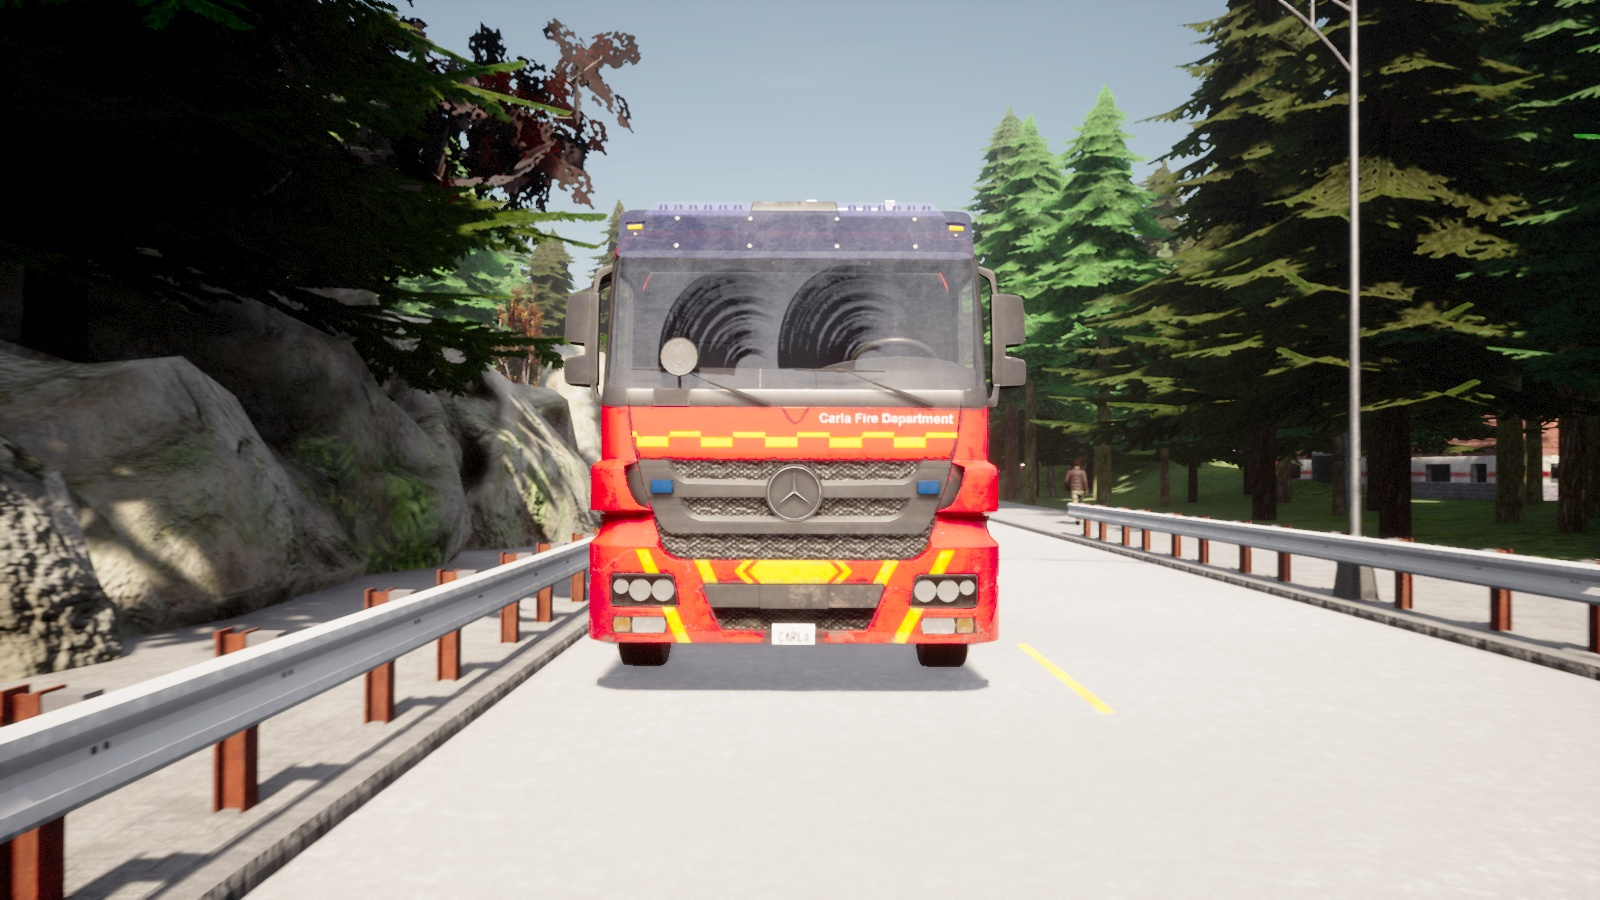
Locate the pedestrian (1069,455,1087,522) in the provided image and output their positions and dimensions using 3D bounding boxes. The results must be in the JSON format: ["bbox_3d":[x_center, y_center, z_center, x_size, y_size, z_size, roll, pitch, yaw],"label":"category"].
[{"bbox_3d":[7.708,1.073,34.838,0.431,1.840,0.703,0,-1,10],"label":"pedestrian"}]

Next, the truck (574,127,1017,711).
[{"bbox_3d":[-0.047,-0.142,12.480,2.891,3.827,8.468,0,-1,0],"label":"truck"}]
